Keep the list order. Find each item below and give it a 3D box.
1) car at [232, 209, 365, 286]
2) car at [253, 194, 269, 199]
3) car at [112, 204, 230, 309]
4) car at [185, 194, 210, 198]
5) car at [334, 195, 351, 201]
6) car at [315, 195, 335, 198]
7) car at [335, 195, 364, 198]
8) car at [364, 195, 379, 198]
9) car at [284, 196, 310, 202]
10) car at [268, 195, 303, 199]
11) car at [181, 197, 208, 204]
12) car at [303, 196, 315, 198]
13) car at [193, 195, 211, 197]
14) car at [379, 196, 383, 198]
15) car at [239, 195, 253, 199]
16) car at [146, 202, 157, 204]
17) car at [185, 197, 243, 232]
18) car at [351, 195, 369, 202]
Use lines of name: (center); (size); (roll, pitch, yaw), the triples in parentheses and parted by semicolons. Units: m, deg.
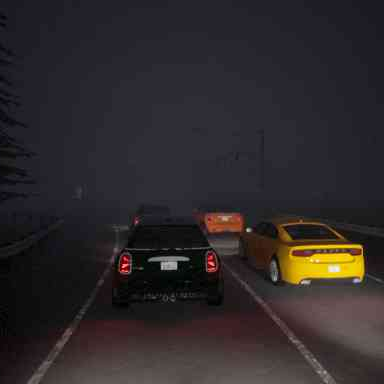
car: (2.730, 1.478, 9.482); (1.882, 1.535, 5.008); (0, 0, -6)
car: (14.916, 1.352, 64.604); (4.553, 1.767, 2.097); (0, 0, -18)
car: (-0.630, 1.352, 8.121); (2.097, 1.767, 4.553); (0, 0, -6)
car: (1.339, 1.504, 60.017); (4.892, 1.490, 1.837); (0, 0, -19)
car: (36.784, 1.552, 81.195); (4.181, 1.385, 1.994); (0, 0, -33)
car: (28.846, 1.355, 69.379); (4.553, 1.767, 2.097); (0, 0, -19)
car: (31.514, 1.553, 66.685); (4.181, 1.385, 1.994); (0, 0, -21)
car: (42.293, 1.524, 76.490); (4.674, 1.442, 1.812); (0, 0, -33)
car: (23.677, 1.540, 74.954); (5.357, 1.411, 2.033); (0, 0, -19)
car: (17.322, 1.491, 61.746); (4.902, 1.511, 2.128); (0, 0, -19)
car: (0.518, 1.601, 63.430); (4.718, 1.301, 1.895); (0, 0, -19)
car: (26.707, 1.525, 72.317); (4.902, 1.511, 2.128); (0, 0, -19)
car: (3.079, 1.600, 56.914); (4.718, 1.301, 1.895); (0, 0, -19)
car: (44.472, 1.525, 73.746); (4.902, 1.511, 2.128); (0, 0, -33)
car: (12.642, 1.352, 67.486); (4.553, 1.767, 2.097); (0, 0, -19)
car: (-2.110, 1.352, 16.928); (2.097, 1.767, 4.553); (0, 0, -12)
car: (1.204, 1.352, 18.368); (2.097, 1.767, 4.553); (0, 0, -12)
car: (40.056, 1.524, 79.200); (4.674, 1.442, 1.812); (0, 0, -33)
